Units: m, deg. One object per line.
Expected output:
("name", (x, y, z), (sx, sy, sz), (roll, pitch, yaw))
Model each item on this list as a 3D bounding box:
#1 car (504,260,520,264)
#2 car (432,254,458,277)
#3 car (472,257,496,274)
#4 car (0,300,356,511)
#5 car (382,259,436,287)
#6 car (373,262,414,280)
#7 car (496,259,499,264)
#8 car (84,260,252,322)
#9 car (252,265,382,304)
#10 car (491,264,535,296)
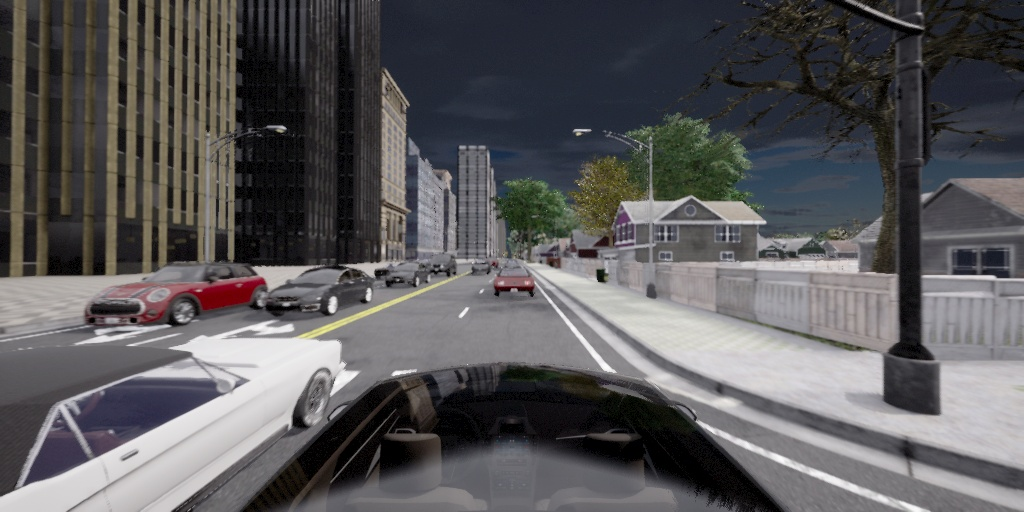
("car", (0.023, 1.170, 43.557), (1.994, 1.385, 4.181), (0, 0, 0))
("car", (-6.484, 0.828, 33.660), (2.150, 2.045, 5.566), (0, 0, 0))
("car", (-3.133, 1.100, 37.709), (2.128, 1.511, 4.902), (0, 0, 0))
("car", (-3.139, 1.323, 2.618), (1.895, 1.301, 4.718), (1, 0, 0))
("car", (-6.546, 1.134, 23.016), (1.837, 1.490, 4.892), (0, 0, 0))
("car", (-9.737, 1.207, 29.860), (1.895, 1.301, 4.718), (0, 0, 0))
("car", (-3.138, 0.935, 55.731), (2.097, 1.767, 4.553), (0, 0, 0))
("car", (-9.835, 0.999, 11.062), (2.097, 1.767, 4.553), (0, 0, 0))
("car", (-6.579, 1.156, 12.877), (1.837, 1.490, 4.892), (0, 0, 0))
("car", (0.108, 1.257, 18.494), (1.895, 1.301, 4.718), (0, 0, 0))
